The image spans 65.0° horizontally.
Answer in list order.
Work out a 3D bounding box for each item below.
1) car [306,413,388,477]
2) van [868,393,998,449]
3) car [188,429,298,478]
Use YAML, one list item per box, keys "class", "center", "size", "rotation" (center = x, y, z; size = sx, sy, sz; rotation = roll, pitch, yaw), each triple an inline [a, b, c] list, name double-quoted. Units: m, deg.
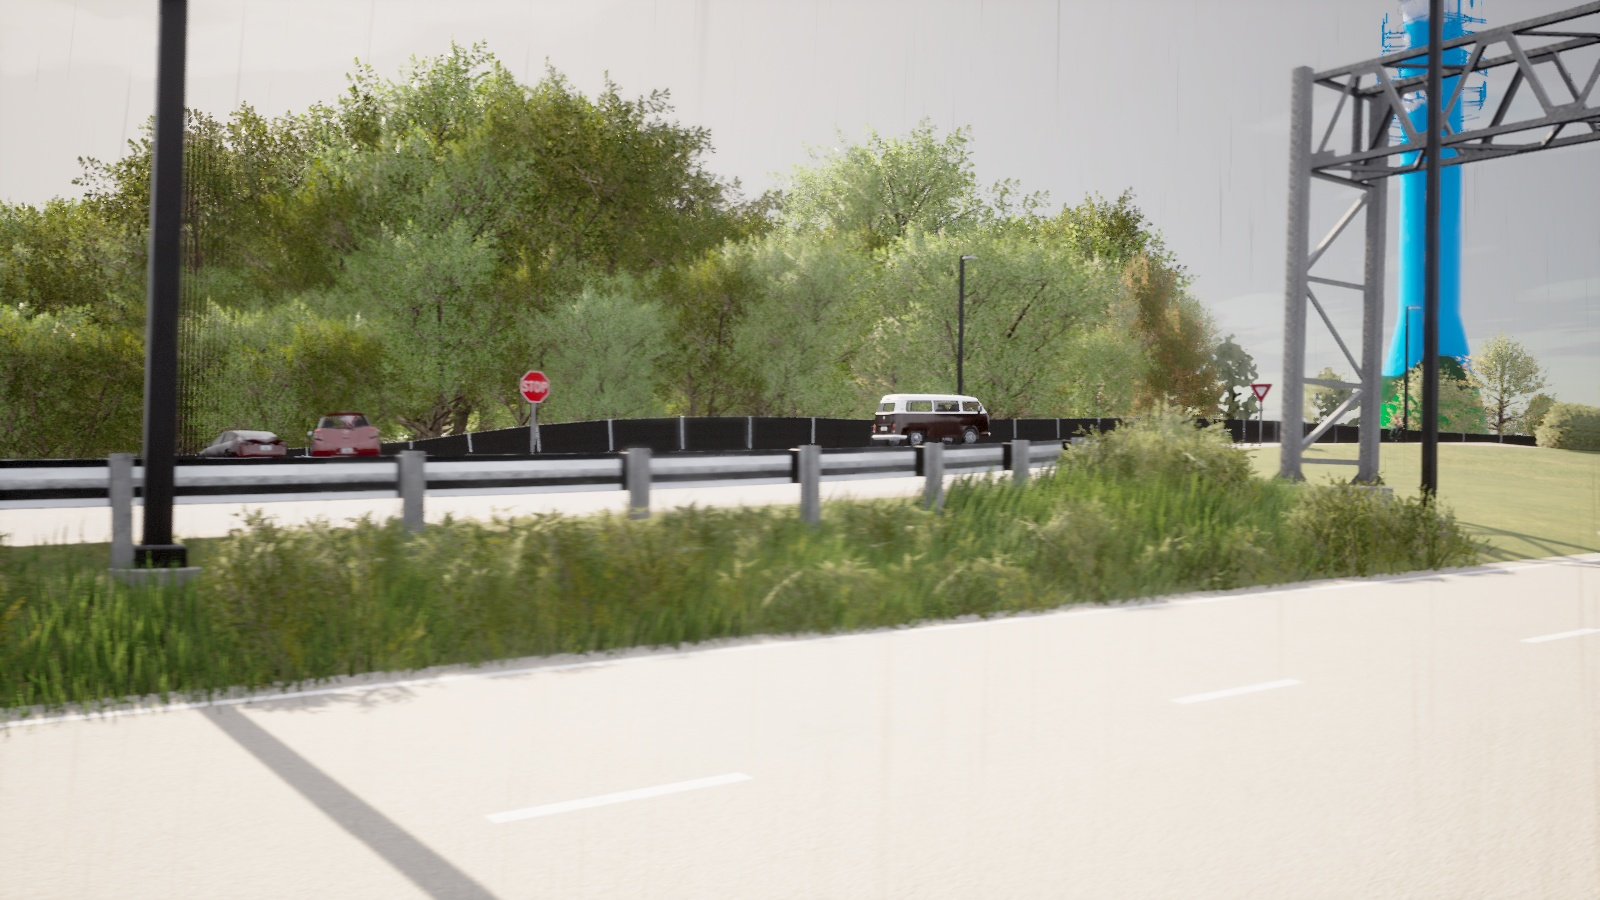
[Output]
- class: "car"
  center: [-11.972, -0.150, 33.117]
  size: [1.845, 1.501, 3.633]
  rotation: [-3, 2, -21]
- class: "van"
  center: [5.044, -1.109, 47.593]
  size: [4.480, 2.038, 2.069]
  rotation: [-1, 1, -28]
- class: "car"
  center: [-20.015, 0.170, 45.008]
  size: [2.163, 1.488, 4.792]
  rotation: [1, -4, -43]
